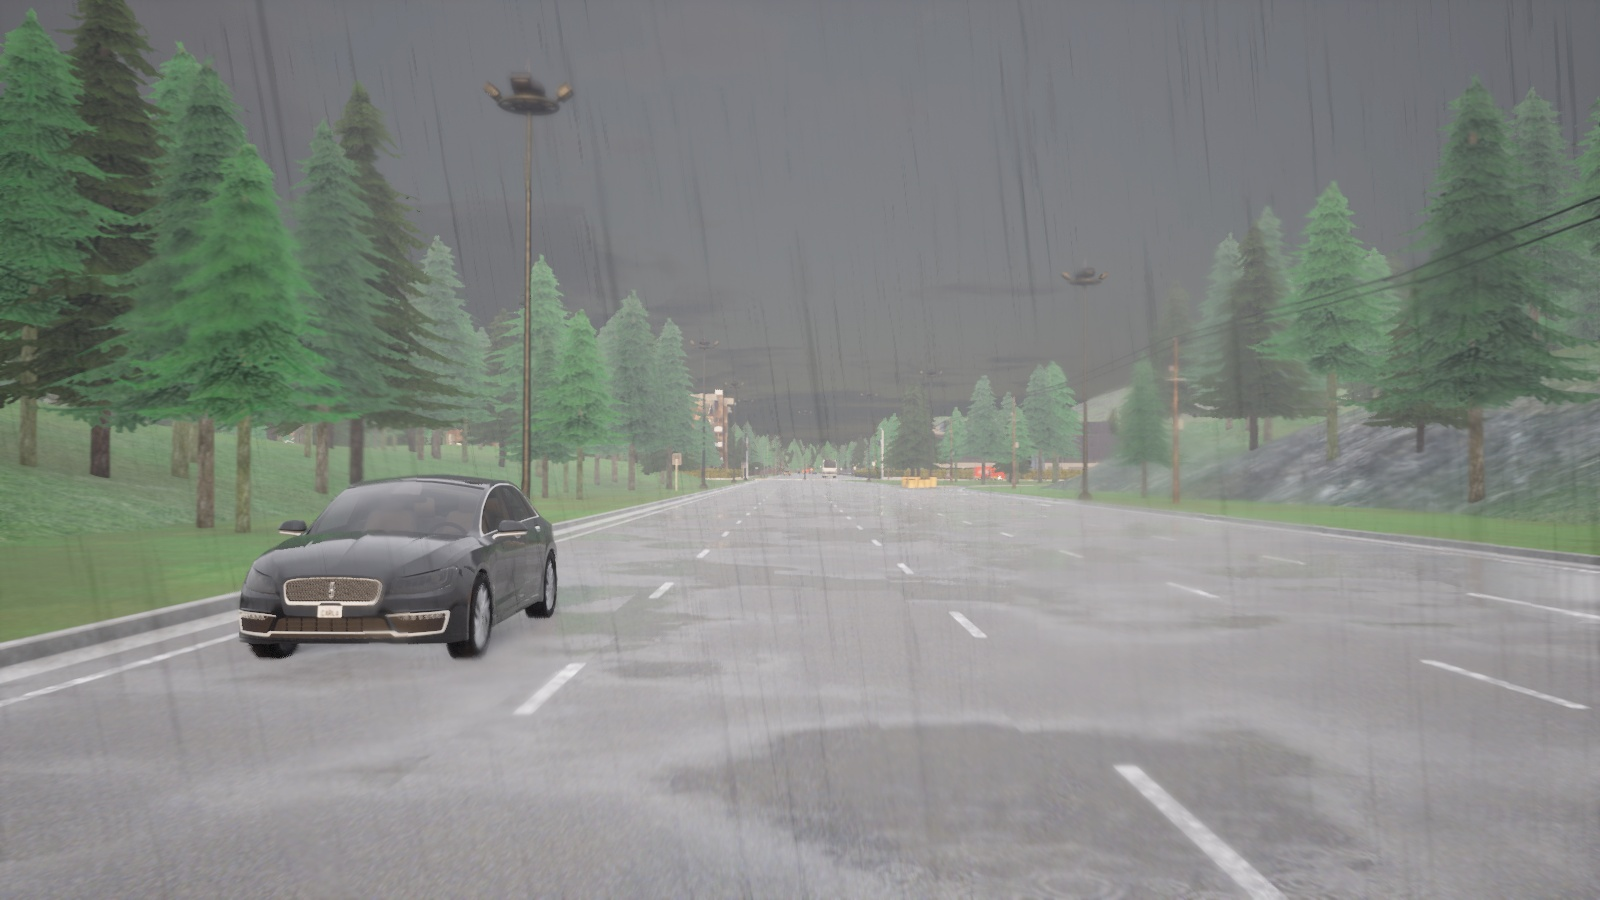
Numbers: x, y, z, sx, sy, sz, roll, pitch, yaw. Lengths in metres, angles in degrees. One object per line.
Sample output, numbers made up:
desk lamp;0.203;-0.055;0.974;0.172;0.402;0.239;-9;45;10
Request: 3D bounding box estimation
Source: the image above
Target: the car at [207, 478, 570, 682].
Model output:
car;-3.528;1.032;11.856;1.837;1.490;4.892;0;-1;0
